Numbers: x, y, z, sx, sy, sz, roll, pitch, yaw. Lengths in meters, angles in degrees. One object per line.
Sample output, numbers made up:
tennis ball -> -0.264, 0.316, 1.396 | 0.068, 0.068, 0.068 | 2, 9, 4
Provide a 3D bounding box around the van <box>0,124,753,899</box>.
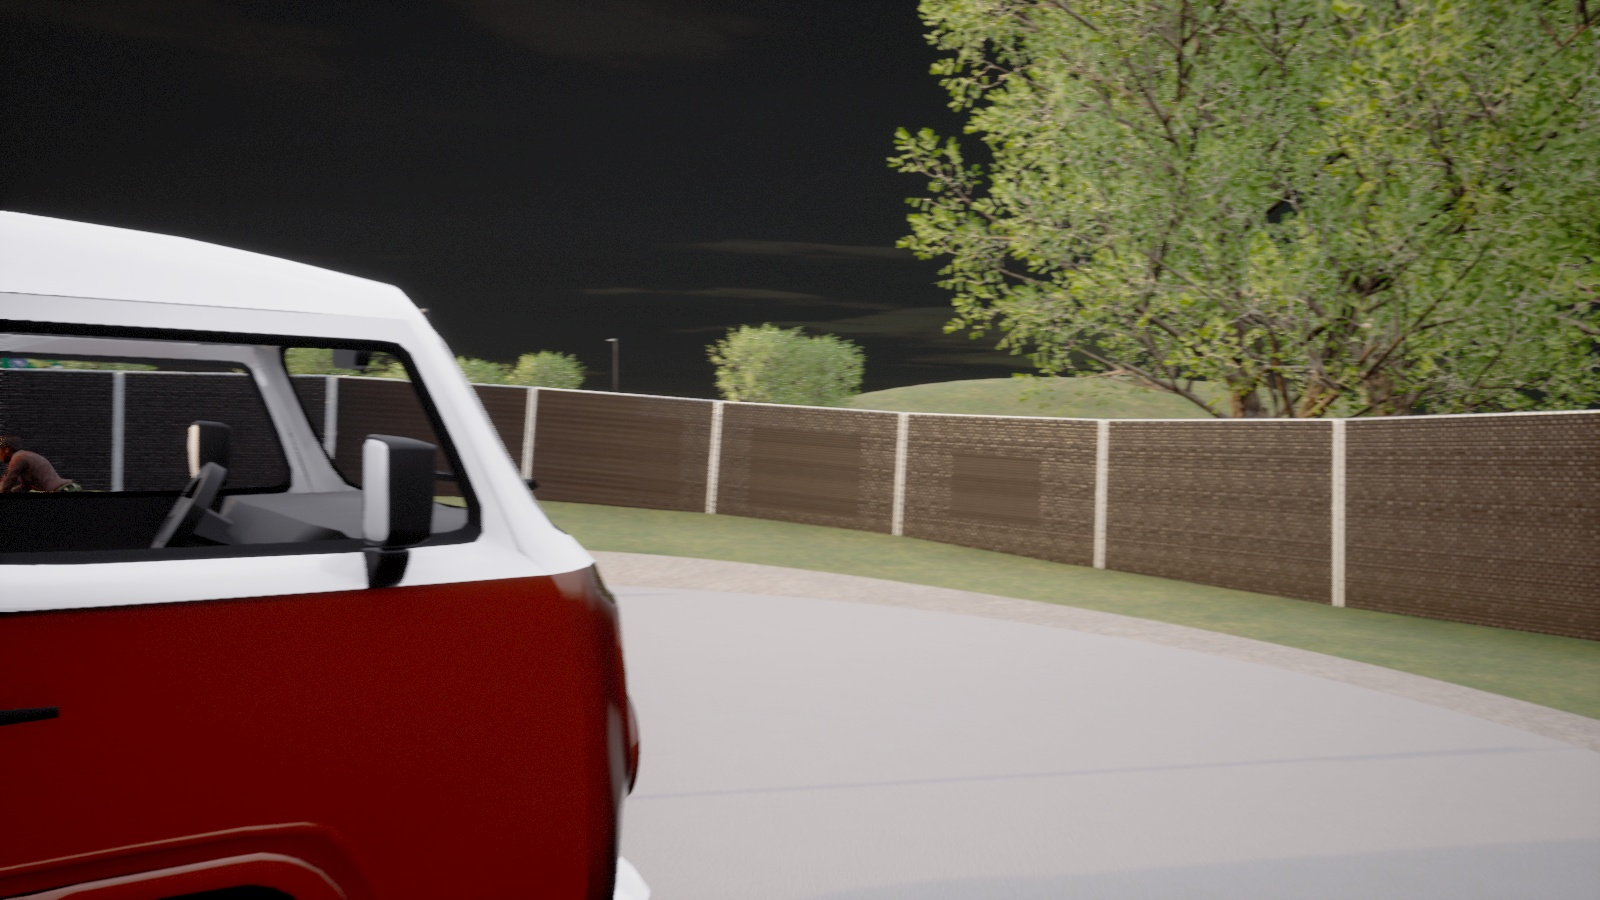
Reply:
van -> -2.550, 0.500, 2.221 | 4.480, 2.038, 2.069 | 0, 2, -35
